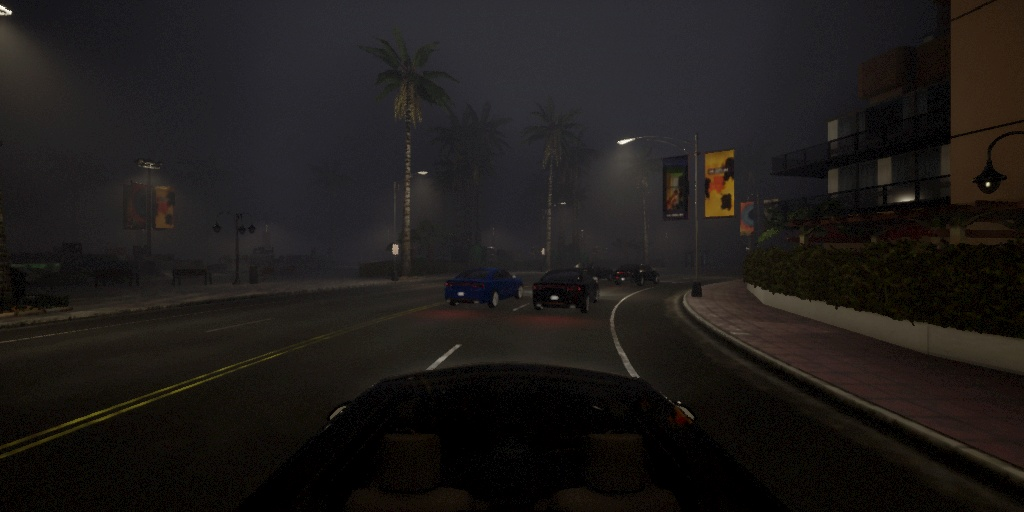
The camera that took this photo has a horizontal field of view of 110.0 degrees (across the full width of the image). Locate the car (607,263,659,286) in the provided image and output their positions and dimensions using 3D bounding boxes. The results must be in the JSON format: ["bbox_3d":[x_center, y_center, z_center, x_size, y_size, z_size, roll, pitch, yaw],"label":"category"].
[{"bbox_3d":[8.892,1.267,25.483,1.837,1.490,4.892,0,0,41],"label":"car"}]

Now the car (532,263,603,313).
[{"bbox_3d":[2.272,1.235,14.228,1.882,1.535,5.008,0,0,20],"label":"car"}]

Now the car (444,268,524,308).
[{"bbox_3d":[-1.012,1.235,15.439,1.882,1.535,5.008,0,0,20],"label":"car"}]

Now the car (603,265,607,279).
[{"bbox_3d":[6.238,1.246,27.764,2.128,1.511,4.902,0,0,41],"label":"car"}]
